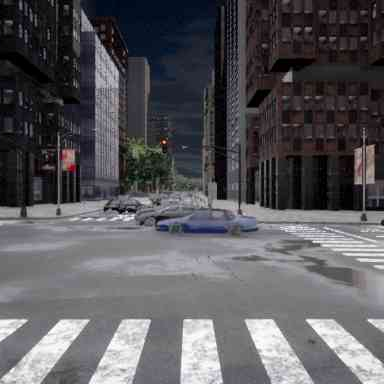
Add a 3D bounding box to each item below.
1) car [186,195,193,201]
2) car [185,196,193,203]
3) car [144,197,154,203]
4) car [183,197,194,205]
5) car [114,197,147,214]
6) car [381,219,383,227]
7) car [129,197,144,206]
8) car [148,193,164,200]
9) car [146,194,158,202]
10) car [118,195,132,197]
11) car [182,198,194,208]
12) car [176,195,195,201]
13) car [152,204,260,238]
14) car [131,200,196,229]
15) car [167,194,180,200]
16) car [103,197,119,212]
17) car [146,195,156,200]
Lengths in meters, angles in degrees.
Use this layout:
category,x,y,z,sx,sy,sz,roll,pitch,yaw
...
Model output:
category,x,y,z,sx,sy,sz,roll,pitch,yaw
car,-0.794,1.687,93.257,1.887,1.381,4.507,0,0,0
car,-0.692,1.606,71.727,1.752,1.417,4.829,0,0,0
car,-9.216,1.662,71.526,1.802,1.307,4.206,0,0,0
car,-0.640,1.597,60.707,1.887,1.381,4.507,0,0,0
car,-6.380,1.544,35.101,2.033,1.411,5.357,0,0,0
car,14.333,1.787,20.934,4.181,1.385,1.994,1,0,0
car,-9.139,1.565,55.078,1.752,1.417,4.829,0,0,0
car,-6.465,1.263,55.970,2.150,2.045,5.566,0,0,0
car,-9.243,1.410,76.953,2.192,1.841,5.009,0,0,0
car,-9.090,1.331,44.397,2.192,1.841,5.009,0,0,0
car,-0.589,1.610,49.857,1.802,1.307,4.206,0,0,0
car,-0.539,1.445,39.008,1.967,1.590,4.097,0,0,0
car,0.819,1.582,17.630,5.357,1.411,2.033,1,0,0
car,-1.026,1.494,20.873,4.902,1.511,2.128,1,0,0
car,-3.423,1.665,65.609,1.895,1.301,4.718,0,0,0
car,-9.064,1.570,38.971,1.947,1.339,4.313,0,0,0
car,-6.427,1.544,45.327,1.812,1.442,4.674,0,0,0
